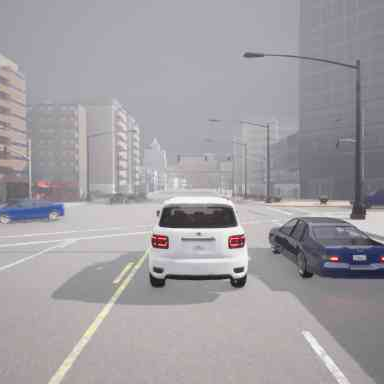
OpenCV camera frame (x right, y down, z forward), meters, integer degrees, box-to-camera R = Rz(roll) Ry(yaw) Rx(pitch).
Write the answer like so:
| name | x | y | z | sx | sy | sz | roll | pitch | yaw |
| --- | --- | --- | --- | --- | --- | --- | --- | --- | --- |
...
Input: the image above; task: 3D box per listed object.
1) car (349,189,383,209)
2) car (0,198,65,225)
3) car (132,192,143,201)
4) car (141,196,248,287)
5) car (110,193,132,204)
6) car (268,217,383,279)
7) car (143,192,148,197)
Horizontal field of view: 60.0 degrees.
| name | x | y | z | sx | sy | sz | roll | pitch | yaw |
| --- | --- | --- | --- | --- | --- | --- | --- | --- | --- |
| car | 19.164 | 0.670 | 34.005 | 5.566 | 2.045 | 2.150 | 0 | 1 | 1 |
| car | -11.045 | 1.216 | 22.111 | 1.882 | 1.535 | 5.008 | 1 | 1 | 43 |
| car | -10.216 | 0.867 | 57.076 | 1.994 | 1.385 | 4.181 | 0 | 0 | 0 |
| car | 0.147 | 1.128 | 9.213 | 2.150 | 2.045 | 5.566 | 0 | 1 | 0 |
| car | -10.283 | 0.877 | 47.076 | 1.837 | 1.490 | 4.892 | 0 | 1 | 1 |
| car | 3.663 | 1.441 | 9.755 | 2.033 | 1.411 | 5.357 | 0 | 1 | 0 |
| car | -10.106 | 0.736 | 67.163 | 1.882 | 1.535 | 5.008 | 0 | 0 | 1 |
